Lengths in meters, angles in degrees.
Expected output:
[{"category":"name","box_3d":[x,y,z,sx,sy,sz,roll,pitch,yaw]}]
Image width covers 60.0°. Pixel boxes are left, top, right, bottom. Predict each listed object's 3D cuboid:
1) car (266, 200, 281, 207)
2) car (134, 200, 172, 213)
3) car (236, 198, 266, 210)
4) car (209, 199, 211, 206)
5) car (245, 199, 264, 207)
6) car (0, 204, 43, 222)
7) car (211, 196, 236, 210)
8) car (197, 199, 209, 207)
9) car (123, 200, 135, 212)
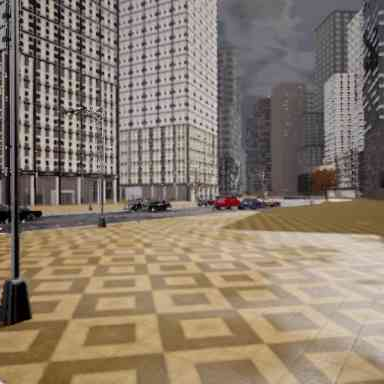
[{"category":"car","box_3d":[13.943,1.982,57.792,1.895,1.301,4.718,0,-1,30]},{"category":"car","box_3d":[-4.495,1.784,41.449,1.837,1.490,4.892,0,-1,34]},{"category":"car","box_3d":[8.861,1.678,49.570,2.097,1.767,4.553,0,-1,33]},{"category":"car","box_3d":[5.330,1.929,56.182,1.837,1.490,4.892,0,-1,32]},{"category":"car","box_3d":[11.163,2.002,59.476,1.895,1.301,4.718,0,-1,30]},{"category":"car","box_3d":[-14.623,1.763,26.561,1.895,1.301,4.718,0,-1,34]},{"category":"car","box_3d":[5.534,1.560,50.400,2.150,2.045,5.566,0,-1,33]},{"category":"car","box_3d":[2.574,1.879,57.904,1.994,1.385,4.181,0,-1,32]},{"category":"car","box_3d":[-6.952,1.793,43.617,2.128,1.511,4.902,0,-1,34]}]
